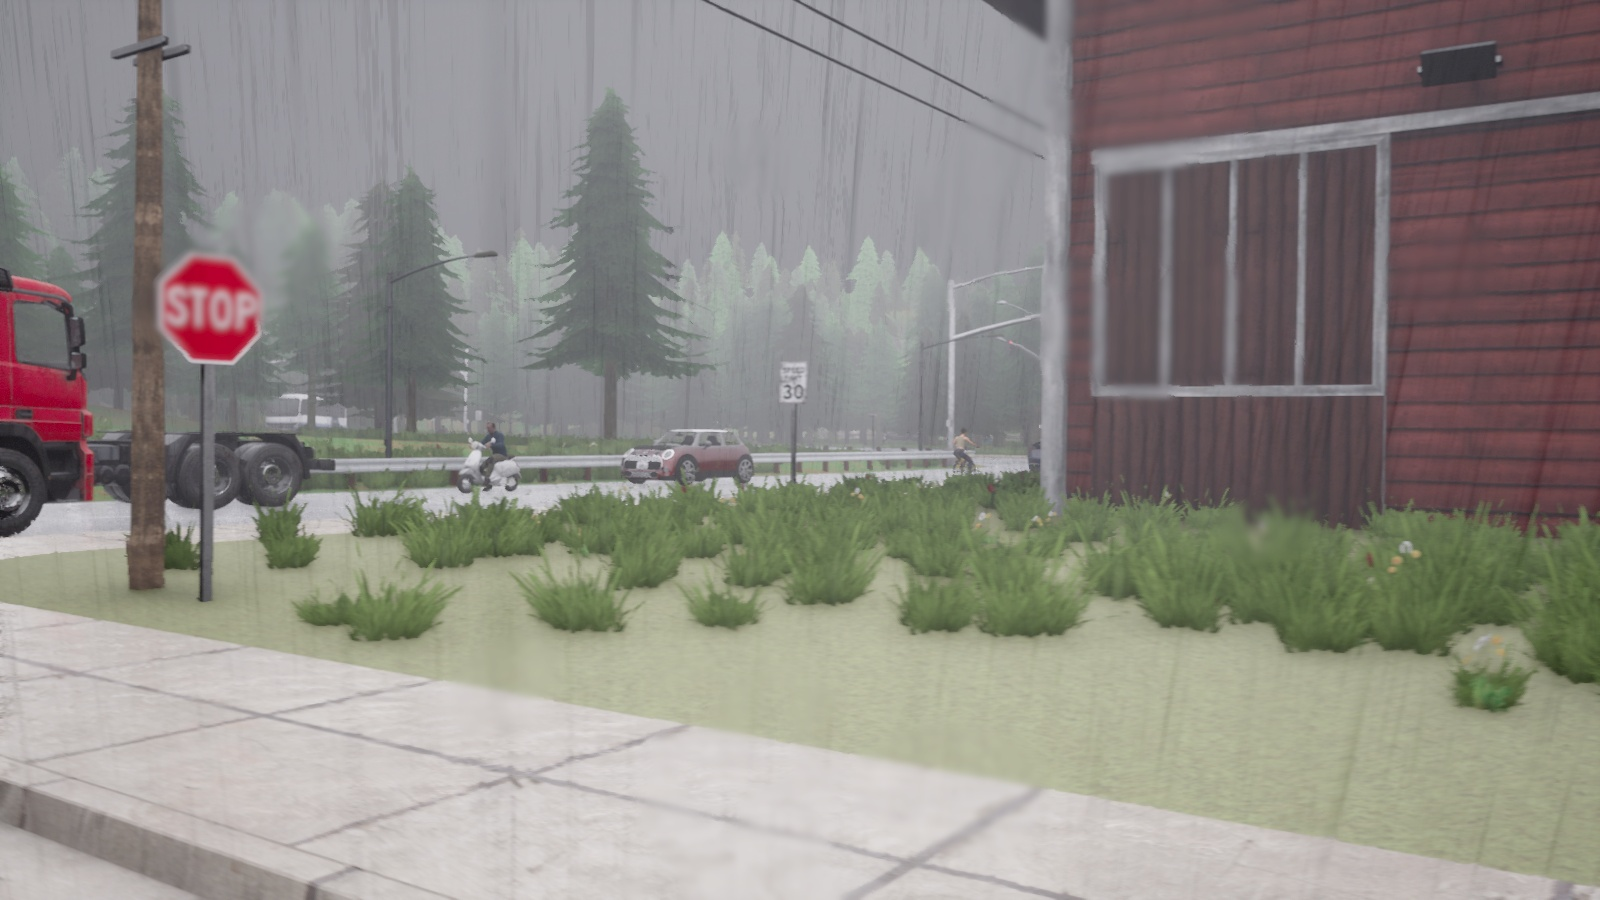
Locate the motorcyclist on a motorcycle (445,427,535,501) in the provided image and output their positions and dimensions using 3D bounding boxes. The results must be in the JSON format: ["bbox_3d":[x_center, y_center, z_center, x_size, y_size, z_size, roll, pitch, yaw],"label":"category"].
[{"bbox_3d":[-6.919,0.282,28.120,0.866,1.590,1.817,0,1,35],"label":"motorcyclist on a motorcycle"}]

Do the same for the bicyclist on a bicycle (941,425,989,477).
[{"bbox_3d":[5.200,0.014,39.529,0.866,1.612,1.509,0,1,35],"label":"bicyclist on a bicycle"}]

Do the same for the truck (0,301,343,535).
[{"bbox_3d":[-11.933,-0.509,20.850,2.891,3.462,7.936,0,1,35],"label":"truck"}]

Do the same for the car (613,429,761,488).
[{"bbox_3d":[-2.985,0.181,33.822,1.970,1.475,3.806,0,1,35],"label":"car"}]

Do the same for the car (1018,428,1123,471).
[{"bbox_3d":[10.098,-0.063,46.617,2.163,1.488,4.792,0,1,35],"label":"car"}]

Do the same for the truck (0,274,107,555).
[{"bbox_3d":[-11.607,-0.397,13.613,2.891,3.462,7.936,0,1,9],"label":"truck"}]
